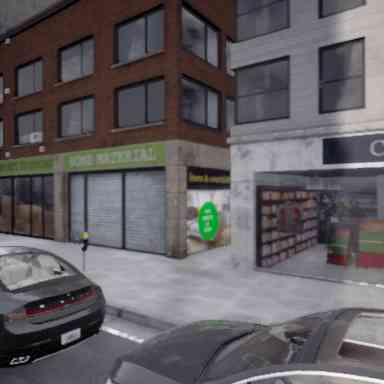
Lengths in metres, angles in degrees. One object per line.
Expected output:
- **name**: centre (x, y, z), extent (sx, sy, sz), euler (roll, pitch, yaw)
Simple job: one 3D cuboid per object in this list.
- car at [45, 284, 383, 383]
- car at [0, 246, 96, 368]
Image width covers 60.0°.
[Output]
- **car**: centre (1.214, 1.551, 2.212), extent (4.403, 1.369, 2.008), euler (0, 0, 35)
- **car**: centre (-3.285, 1.572, 5.420), extent (4.403, 1.369, 2.008), euler (0, 0, 35)
